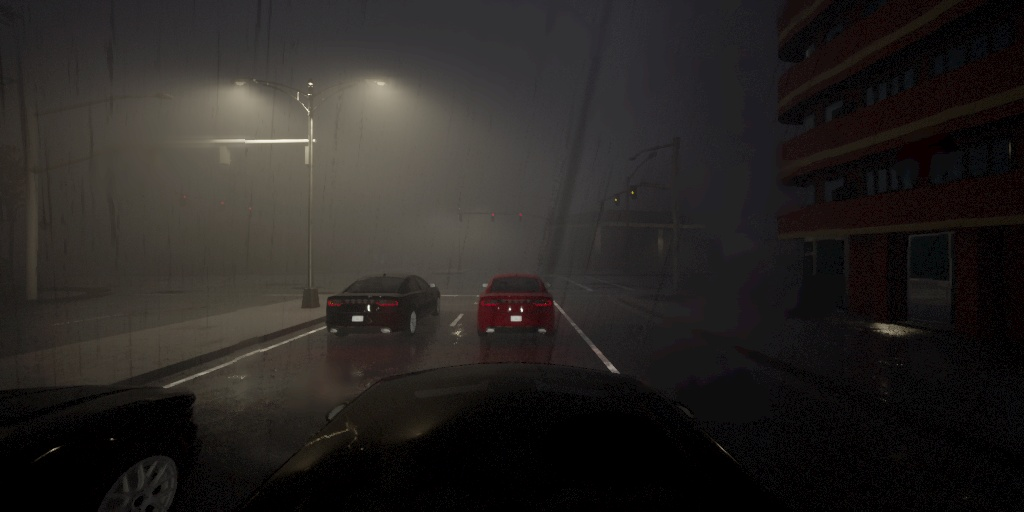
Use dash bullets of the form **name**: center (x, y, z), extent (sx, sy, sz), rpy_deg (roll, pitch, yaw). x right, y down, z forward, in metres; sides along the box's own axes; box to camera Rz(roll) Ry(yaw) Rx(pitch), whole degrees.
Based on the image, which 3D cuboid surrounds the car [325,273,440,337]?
- **car**: center (-3.385, 1.228, 10.367), extent (1.882, 1.535, 5.008), rpy_deg (0, 0, 0)

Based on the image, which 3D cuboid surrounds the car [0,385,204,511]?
- **car**: center (-3.409, 1.228, 0.793), extent (1.882, 1.535, 5.008), rpy_deg (0, 0, 0)

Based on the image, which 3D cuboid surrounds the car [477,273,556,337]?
- **car**: center (0.120, 1.228, 10.377), extent (1.882, 1.535, 5.008), rpy_deg (0, 0, 1)
